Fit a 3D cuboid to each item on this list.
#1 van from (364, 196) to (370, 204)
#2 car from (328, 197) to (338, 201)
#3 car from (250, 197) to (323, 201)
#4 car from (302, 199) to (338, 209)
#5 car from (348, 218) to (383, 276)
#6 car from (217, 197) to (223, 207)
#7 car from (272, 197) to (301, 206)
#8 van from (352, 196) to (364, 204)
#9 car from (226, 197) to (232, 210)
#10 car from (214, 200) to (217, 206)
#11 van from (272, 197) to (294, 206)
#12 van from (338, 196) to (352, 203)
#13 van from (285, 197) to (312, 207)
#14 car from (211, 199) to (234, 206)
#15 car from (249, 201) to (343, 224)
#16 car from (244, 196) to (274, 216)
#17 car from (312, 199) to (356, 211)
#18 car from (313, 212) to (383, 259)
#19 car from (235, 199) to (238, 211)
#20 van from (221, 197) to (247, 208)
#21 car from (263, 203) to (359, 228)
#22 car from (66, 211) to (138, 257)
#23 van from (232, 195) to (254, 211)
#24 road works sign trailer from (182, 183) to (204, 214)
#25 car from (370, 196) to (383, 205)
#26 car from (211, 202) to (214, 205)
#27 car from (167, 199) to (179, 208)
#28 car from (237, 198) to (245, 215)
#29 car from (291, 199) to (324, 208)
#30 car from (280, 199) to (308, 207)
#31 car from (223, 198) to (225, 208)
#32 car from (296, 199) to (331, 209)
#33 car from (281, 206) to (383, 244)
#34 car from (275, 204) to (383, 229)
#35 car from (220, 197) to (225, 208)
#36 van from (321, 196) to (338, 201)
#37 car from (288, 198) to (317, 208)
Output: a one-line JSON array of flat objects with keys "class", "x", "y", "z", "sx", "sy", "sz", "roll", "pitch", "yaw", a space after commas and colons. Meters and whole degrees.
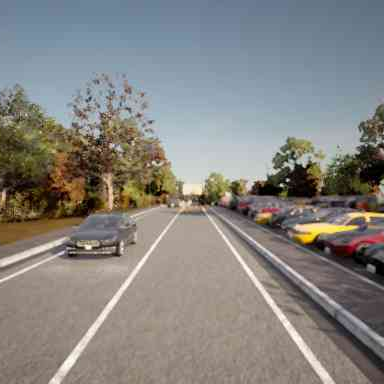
[{"class": "van", "x": 20.300, "y": 1.406, "z": 33.446, "sx": 4.442, "sy": 1.987, "sz": 1.878, "roll": 0, "pitch": 0, "yaw": 0}, {"class": "car", "x": 20.219, "y": 1.696, "z": 41.611, "sx": 5.008, "sy": 1.535, "sz": 2.097, "roll": 0, "pitch": -1, "yaw": 0}, {"class": "car", "x": 7.042, "y": 1.472, "z": 25.180, "sx": 4.553, "sy": 1.767, "sz": 2.185, "roll": 0, "pitch": 0, "yaw": 0}, {"class": "car", "x": 20.249, "y": 1.927, "z": 52.689, "sx": 4.892, "sy": 1.521, "sz": 2.231, "roll": 0, "pitch": -1, "yaw": 0}, {"class": "car", "x": 6.982, "y": 1.551, "z": 8.522, "sx": 4.792, "sy": 1.488, "sz": 2.163, "roll": 0, "pitch": 0, "yaw": 0}, {"class": "car", "x": 7.192, "y": 1.990, "z": 55.694, "sx": 5.008, "sy": 1.535, "sz": 2.097, "roll": 0, "pitch": -1, "yaw": 0}, {"class": "car", "x": 20.355, "y": 2.083, "z": 72.078, "sx": 5.566, "sy": 2.045, "sz": 2.435, "roll": 0, "pitch": -2, "yaw": 0}, {"class": "van", "x": 20.310, "y": 1.419, "z": 36.091, "sx": 4.442, "sy": 1.987, "sz": 1.878, "roll": 0, "pitch": 0, "yaw": 0}, {"class": "car", "x": 7.153, "y": 1.410, "z": 39.061, "sx": 5.566, "sy": 2.045, "sz": 2.435, "roll": 0, "pitch": 0, "yaw": 0}, {"class": "car", "x": 7.247, "y": 2.192, "z": 64.019, "sx": 4.792, "sy": 1.488, "sz": 2.163, "roll": 0, "pitch": -1, "yaw": 0}, {"class": "van", "x": 20.456, "y": 2.185, "z": 74.968, "sx": 4.442, "sy": 1.987, "sz": 1.878, "roll": 0, "pitch": -2, "yaw": 0}, {"class": "van", "x": 20.088, "y": 1.432, "z": 38.995, "sx": 4.442, "sy": 1.987, "sz": 1.878, "roll": 0, "pitch": -1, "yaw": 0}, {"class": "van", "x": 20.413, "y": 1.929, "z": 63.772, "sx": 4.442, "sy": 1.987, "sz": 1.878, "roll": 0, "pitch": -1, "yaw": 0}, {"class": "car", "x": 7.084, "y": 2.495, "z": 77.883, "sx": 5.366, "sy": 1.575, "sz": 1.946, "roll": 0, "pitch": -2, "yaw": 0}, {"class": "car", "x": 6.877, "y": 1.582, "z": 22.404, "sx": 5.366, "sy": 1.575, "sz": 1.946, "roll": 0, "pitch": 0, "yaw": 0}, {"class": "car", "x": 7.052, "y": 1.485, "z": 27.956, "sx": 4.553, "sy": 1.767, "sz": 2.185, "roll": 0, "pitch": 0, "yaw": 0}, {"class": "car", "x": 20.050, "y": 1.808, "z": 47.149, "sx": 5.366, "sy": 1.575, "sz": 1.946, "roll": 0, "pitch": -1, "yaw": 0}, {"class": "car", "x": 6.992, "y": 1.564, "z": 11.298, "sx": 4.792, "sy": 1.488, "sz": 2.163, "roll": 0, "pitch": 0, "yaw": 0}, {"class": "car", "x": 7.107, "y": 1.676, "z": 33.507, "sx": 4.674, "sy": 1.452, "sz": 2.002, "roll": 0, "pitch": 0, "yaw": 0}, {"class": "van", "x": 7.314, "y": 1.822, "z": 58.474, "sx": 4.442, "sy": 1.987, "sz": 1.878, "roll": 0, "pitch": -1, "yaw": 0}, {"class": "car", "x": 7.046, "y": 1.573, "z": 19.627, "sx": 4.892, "sy": 1.521, "sz": 2.231, "roll": 0, "pitch": 0, "yaw": 0}, {"class": "car", "x": -3.338, "y": 1.548, "z": 13.134, "sx": 1.837, "sy": 1.490, "sz": 4.892, "roll": 0, "pitch": 0, "yaw": 0}, {"class": "van", "x": 6.998, "y": 1.423, "z": 36.285, "sx": 4.442, "sy": 1.987, "sz": 1.878, "roll": 0, "pitch": 0, "yaw": 0}, {"class": "road works sign trailer", "x": 0.045, "y": 0.706, "z": 39.425, "sx": 2.380, "sy": 3.560, "sz": 2.880, "roll": 0, "pitch": -1, "yaw": -1}, {"class": "car", "x": 20.145, "y": 1.368, "z": 30.676, "sx": 5.566, "sy": 2.045, "sz": 2.435, "roll": 0, "pitch": 0, "yaw": 0}, {"class": "car", "x": 7.199, "y": 1.968, "z": 66.801, "sx": 5.566, "sy": 2.045, "sz": 2.435, "roll": 0, "pitch": -1, "yaw": 0}, {"class": "car", "x": -3.183, "y": 2.027, "z": 57.164, "sx": 2.128, "sy": 1.511, "sz": 4.902, "roll": 0, "pitch": -1, "yaw": 1}, {"class": "car", "x": 7.088, "y": 1.623, "z": 30.732, "sx": 5.008, "sy": 1.535, "sz": 2.097, "roll": 0, "pitch": 0, "yaw": 0}, {"class": "car", "x": 20.271, "y": 2.042, "z": 58.354, "sx": 5.008, "sy": 1.535, "sz": 2.097, "roll": 0, "pitch": -1, "yaw": 0}, {"class": "car", "x": 20.300, "y": 2.213, "z": 66.538, "sx": 4.892, "sy": 1.521, "sz": 2.231, "roll": 0, "pitch": -1, "yaw": 0}, {"class": "car", "x": 7.158, "y": 1.858, "z": 47.366, "sx": 4.674, "sy": 1.452, "sz": 2.002, "roll": 0, "pitch": -1, "yaw": 0}, {"class": "car", "x": 20.260, "y": 1.983, "z": 55.458, "sx": 5.008, "sy": 1.535, "sz": 2.097, "roll": 0, "pitch": -1, "yaw": 0}, {"class": "car", "x": 6.846, "y": 1.544, "z": 14.075, "sx": 5.366, "sy": 1.575, "sz": 1.946, "roll": 0, "pitch": 0, "yaw": 0}, {"class": "car", "x": 7.048, "y": 1.561, "z": 16.850, "sx": 4.892, "sy": 1.521, "sz": 2.231, "roll": 0, "pitch": 0, "yaw": 0}, {"class": "car", "x": 7.136, "y": 1.905, "z": 50.143, "sx": 4.792, "sy": 1.488, "sz": 2.163, "roll": 0, "pitch": -1, "yaw": 0}, {"class": "van", "x": 20.107, "y": 1.528, "z": 44.386, "sx": 4.442, "sy": 1.987, "sz": 1.878, "roll": 0, "pitch": -1, "yaw": 0}, {"class": "car", "x": 20.255, "y": 1.972, "z": 61.001, "sx": 4.553, "sy": 1.767, "sz": 2.185, "roll": 0, "pitch": -1, "yaw": 0}]
